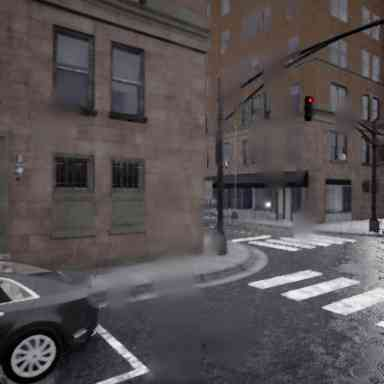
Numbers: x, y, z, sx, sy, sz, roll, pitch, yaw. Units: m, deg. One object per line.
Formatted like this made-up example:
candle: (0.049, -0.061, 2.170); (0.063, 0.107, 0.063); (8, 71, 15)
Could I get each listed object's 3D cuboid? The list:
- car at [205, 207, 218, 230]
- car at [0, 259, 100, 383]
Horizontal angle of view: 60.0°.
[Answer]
car: (-0.196, 1.304, 20.009); (2.097, 1.767, 4.553); (0, 0, -36)
car: (-3.324, 1.549, 3.817); (4.403, 1.369, 2.008); (0, 0, -35)
